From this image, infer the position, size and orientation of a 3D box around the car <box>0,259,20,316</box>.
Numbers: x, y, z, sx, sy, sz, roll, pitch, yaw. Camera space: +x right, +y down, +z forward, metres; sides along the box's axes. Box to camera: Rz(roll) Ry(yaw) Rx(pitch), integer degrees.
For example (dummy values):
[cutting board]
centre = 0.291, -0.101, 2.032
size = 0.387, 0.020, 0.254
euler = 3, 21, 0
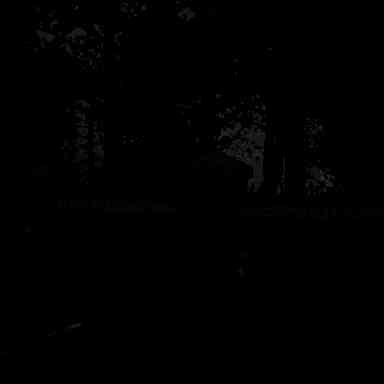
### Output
[car]
centre = -4.921, 1.562, 6.232
size = 4.313, 1.339, 1.947
euler = 0, 0, 36
